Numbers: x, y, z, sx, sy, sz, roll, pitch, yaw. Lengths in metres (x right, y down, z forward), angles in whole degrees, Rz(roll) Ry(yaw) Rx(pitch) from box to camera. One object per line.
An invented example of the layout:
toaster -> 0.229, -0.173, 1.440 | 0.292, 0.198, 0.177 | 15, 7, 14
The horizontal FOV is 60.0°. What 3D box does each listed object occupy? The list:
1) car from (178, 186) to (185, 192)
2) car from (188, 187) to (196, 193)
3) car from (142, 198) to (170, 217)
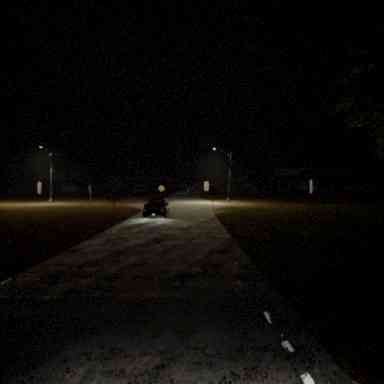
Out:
car -> -2.802, -0.879, 92.631 | 2.033, 1.411, 5.357 | 0, 2, 0
car -> -0.049, -0.381, 88.032 | 2.128, 1.511, 4.902 | 0, 2, 0
car -> -2.796, 1.205, 27.041 | 2.033, 1.411, 5.357 | 0, 1, 1
